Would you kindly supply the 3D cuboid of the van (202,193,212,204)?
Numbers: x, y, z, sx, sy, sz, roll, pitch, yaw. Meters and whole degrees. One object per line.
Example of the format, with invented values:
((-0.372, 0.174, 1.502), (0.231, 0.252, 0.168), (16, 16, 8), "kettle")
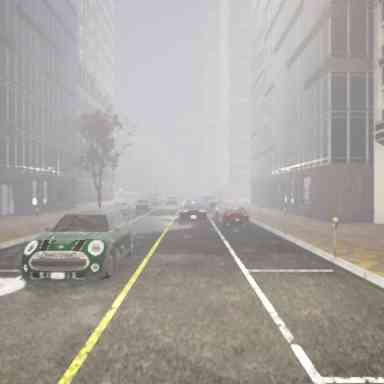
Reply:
((2.753, 1.170, 61.890), (1.690, 1.788, 3.998), (0, 0, 0), "van")

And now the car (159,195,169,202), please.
((-5.841, 1.311, 69.120), (1.752, 1.417, 4.829), (0, 0, 0), "car")

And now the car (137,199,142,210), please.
((-5.700, 1.512, 27.686), (2.008, 1.369, 4.403), (0, 0, 0), "car")

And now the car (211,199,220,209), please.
((2.680, 1.544, 27.688), (1.802, 1.307, 4.206), (0, 0, 0), "car")

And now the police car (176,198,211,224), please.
((0.091, 1.471, 24.599), (2.038, 1.542, 4.974), (0, 0, 0), "police car")

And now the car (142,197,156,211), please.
((-5.704, 1.483, 39.086), (1.887, 1.381, 4.507), (0, 0, 0), "car")

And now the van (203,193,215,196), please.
((2.676, 1.234, 50.493), (1.690, 1.788, 3.998), (0, 0, 0), "van")

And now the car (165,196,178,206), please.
((-3.096, 1.365, 51.421), (1.882, 1.535, 5.008), (0, 0, 0), "car")

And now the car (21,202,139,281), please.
((-3.102, 1.338, 9.916), (2.097, 1.767, 4.553), (0, 0, 0), "car")

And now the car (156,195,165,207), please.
((-5.707, 1.458, 50.491), (1.947, 1.339, 4.313), (0, 0, 0), "car")

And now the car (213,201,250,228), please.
((2.682, 1.515, 21.990), (1.887, 1.381, 4.507), (0, 0, 0), "car")

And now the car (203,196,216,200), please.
((2.677, 1.489, 39.089), (2.008, 1.369, 4.403), (0, 0, 0), "car")

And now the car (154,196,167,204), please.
((-5.790, 1.394, 61.887), (1.947, 1.339, 4.313), (0, 0, 0), "car")
